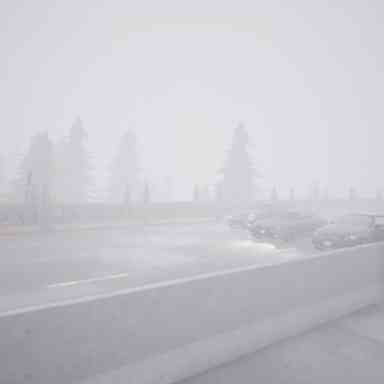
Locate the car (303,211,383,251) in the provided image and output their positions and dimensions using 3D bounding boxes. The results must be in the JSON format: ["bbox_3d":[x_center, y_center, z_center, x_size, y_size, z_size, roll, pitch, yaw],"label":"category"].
[{"bbox_3d":[6.663,1.547,13.047,4.674,1.442,1.812,0,0,-36],"label":"car"}]

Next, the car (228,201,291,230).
[{"bbox_3d":[4.338,1.377,19.985,4.553,1.767,2.097,0,0,-35],"label":"car"}]

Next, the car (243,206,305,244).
[{"bbox_3d":[4.776,1.585,16.000,4.181,1.385,1.994,0,0,-36],"label":"car"}]
